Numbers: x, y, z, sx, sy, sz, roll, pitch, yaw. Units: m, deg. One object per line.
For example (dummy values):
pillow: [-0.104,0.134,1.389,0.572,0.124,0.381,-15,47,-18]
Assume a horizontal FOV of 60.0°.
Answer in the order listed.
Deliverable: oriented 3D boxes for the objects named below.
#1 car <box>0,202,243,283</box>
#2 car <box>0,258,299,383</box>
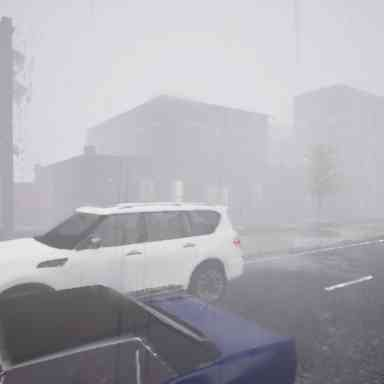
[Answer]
car: [-1.485,1.238,6.500,5.566,2.045,2.150,1,0,-35]
car: [-1.384,1.602,2.592,4.718,1.301,1.895,0,0,-35]
